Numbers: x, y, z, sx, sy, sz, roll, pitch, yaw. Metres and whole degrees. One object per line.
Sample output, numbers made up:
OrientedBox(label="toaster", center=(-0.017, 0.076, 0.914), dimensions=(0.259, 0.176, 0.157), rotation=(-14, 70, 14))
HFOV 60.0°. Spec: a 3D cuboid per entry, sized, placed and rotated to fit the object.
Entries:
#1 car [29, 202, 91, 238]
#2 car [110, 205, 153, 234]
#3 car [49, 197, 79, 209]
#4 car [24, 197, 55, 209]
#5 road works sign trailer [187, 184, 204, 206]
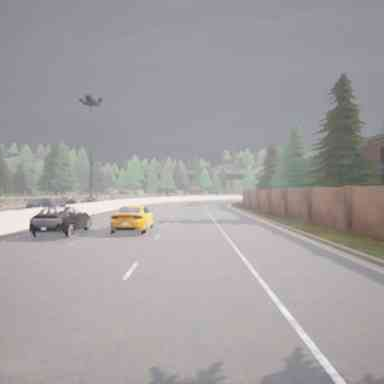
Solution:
OrientedBox(label="car", center=(-6.902, 1.503, 17.893), dimensions=(2.128, 1.511, 4.902), rotation=(0, 0, 0))
OrientedBox(label="car", center=(-3.401, 1.490, 19.466), dimensions=(1.882, 1.535, 5.008), rotation=(0, 0, 0))
OrientedBox(label="car", center=(-17.483, 1.520, 45.812), dimensions=(2.128, 1.511, 4.902), rotation=(0, 0, 1))
OrientedBox(label="car", center=(-20.981, 1.534, 45.996), dimensions=(1.837, 1.490, 4.892), rotation=(0, 0, 1))
OrientedBox(label="road works sign trailer", center=(0.568, 0.499, 57.273), dimensions=(2.380, 3.560, 2.880), rotation=(0, 0, 10))
